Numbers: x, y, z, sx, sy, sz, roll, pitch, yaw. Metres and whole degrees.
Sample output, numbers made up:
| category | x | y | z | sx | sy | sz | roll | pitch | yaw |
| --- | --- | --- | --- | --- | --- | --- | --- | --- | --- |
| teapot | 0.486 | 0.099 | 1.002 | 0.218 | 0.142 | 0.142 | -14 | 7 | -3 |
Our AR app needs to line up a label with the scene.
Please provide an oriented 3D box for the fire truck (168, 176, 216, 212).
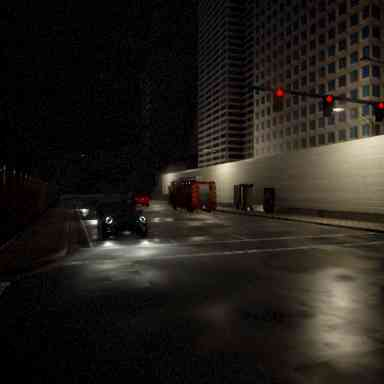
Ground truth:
| category | x | y | z | sx | sy | sz | roll | pitch | yaw |
| --- | --- | --- | --- | --- | --- | --- | --- | --- | --- |
| fire truck | -0.141 | 0.285 | 38.463 | 2.891 | 3.827 | 8.468 | 0 | 0 | -20 |

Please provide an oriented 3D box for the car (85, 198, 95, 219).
| category | x | y | z | sx | sy | sz | roll | pitch | yaw |
| --- | --- | --- | --- | --- | --- | --- | --- | --- | --- |
| car | -7.813 | 1.484 | 28.547 | 2.033 | 1.411 | 5.357 | 0 | 0 | -20 |

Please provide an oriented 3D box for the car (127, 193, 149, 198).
| category | x | y | z | sx | sy | sz | roll | pitch | yaw |
| --- | --- | --- | --- | --- | --- | --- | --- | --- | --- |
| car | -7.796 | 1.142 | 49.339 | 2.150 | 2.045 | 5.566 | 0 | 0 | -18 |

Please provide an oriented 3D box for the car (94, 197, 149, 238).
| category | x | y | z | sx | sy | sz | roll | pitch | yaw |
| --- | --- | --- | --- | --- | --- | --- | --- | --- | --- |
| car | -3.745 | 1.305 | 17.432 | 2.097 | 1.767 | 4.553 | 0 | 0 | -20 |

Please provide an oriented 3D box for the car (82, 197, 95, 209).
| category | x | y | z | sx | sy | sz | roll | pitch | yaw |
| --- | --- | --- | --- | --- | --- | --- | --- | --- | --- |
| car | -13.388 | 1.391 | 43.884 | 1.882 | 1.535 | 5.008 | 0 | 0 | -20 |
